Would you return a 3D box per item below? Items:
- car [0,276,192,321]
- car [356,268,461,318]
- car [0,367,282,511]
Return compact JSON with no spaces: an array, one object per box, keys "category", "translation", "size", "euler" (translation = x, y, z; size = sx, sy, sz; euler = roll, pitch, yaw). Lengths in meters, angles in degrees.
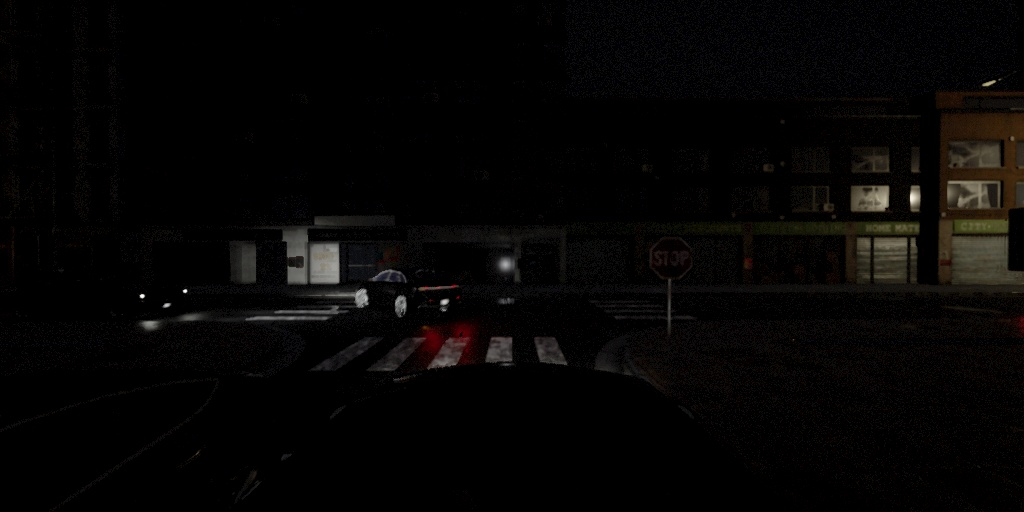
[{"category":"car","translation":[-13.440,1.303,11.694],"size":[4.718,1.301,1.895],"euler":[0,1,0]},{"category":"car","translation":[-3.777,1.160,12.629],"size":[4.902,1.511,2.128],"euler":[1,0,45]},{"category":"car","translation":[-2.638,1.321,1.092],"size":[1.948,1.339,4.313],"euler":[0,0,0]}]
